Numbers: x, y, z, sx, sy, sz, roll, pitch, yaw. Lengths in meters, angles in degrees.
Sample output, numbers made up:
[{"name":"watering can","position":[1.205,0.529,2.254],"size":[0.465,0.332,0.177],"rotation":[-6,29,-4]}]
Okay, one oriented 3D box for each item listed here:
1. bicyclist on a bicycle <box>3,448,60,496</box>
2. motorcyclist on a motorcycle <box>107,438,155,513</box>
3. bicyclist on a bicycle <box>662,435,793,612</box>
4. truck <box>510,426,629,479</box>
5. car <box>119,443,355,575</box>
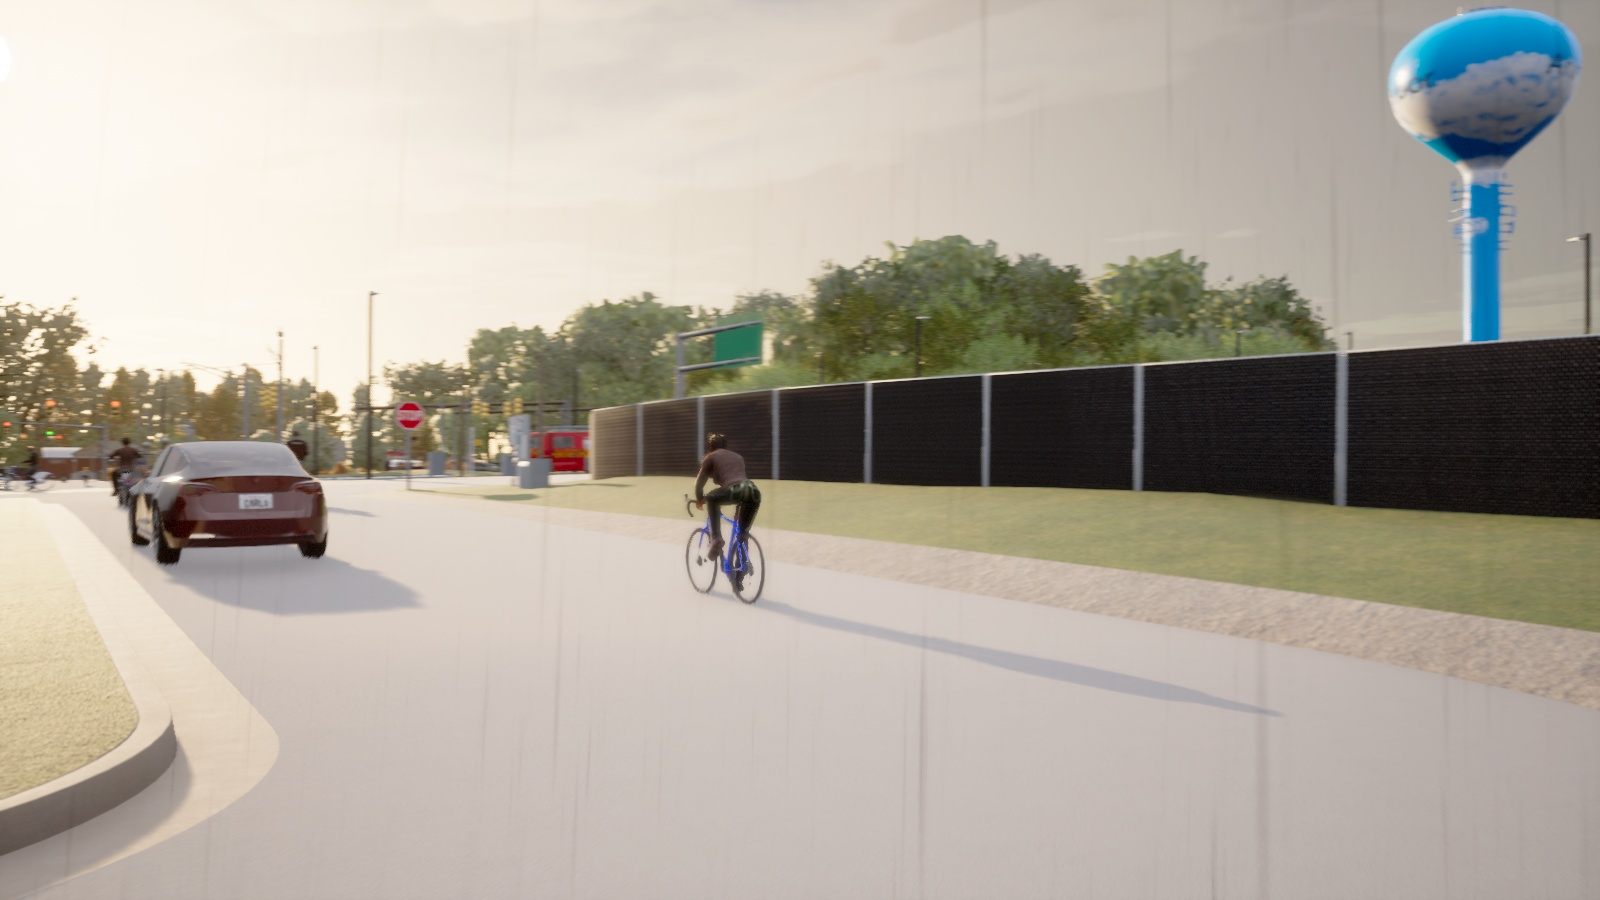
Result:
[{"name":"bicyclist on a bicycle","position":[-29.518,0.842,48.239],"size":[1.843,1.776,0.659],"rotation":[-1,-2,-32]},{"name":"motorcyclist on a motorcycle","position":[-15.392,0.572,28.865],"size":[0.766,1.649,2.350],"rotation":[-1,0,-33]},{"name":"bicyclist on a bicycle","position":[-0.742,0.668,12.319],"size":[0.582,1.620,1.656],"rotation":[0,0,-31]},{"name":"truck","position":[-17.729,0.163,96.840],"size":[8.468,3.827,2.891],"rotation":[-2,0,-33]},{"name":"car","position":[-7.682,0.653,16.834],"size":[2.163,1.488,4.792],"rotation":[0,1,-33]}]
